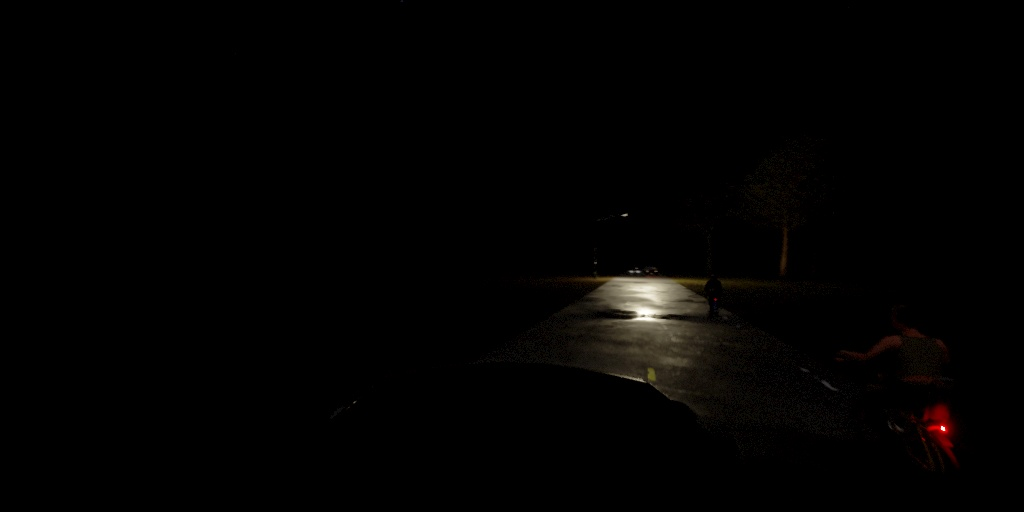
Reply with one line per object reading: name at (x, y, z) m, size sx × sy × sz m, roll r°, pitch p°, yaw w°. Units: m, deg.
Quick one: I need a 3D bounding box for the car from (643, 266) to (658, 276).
car at (21.964, 2.396, 56.578) m, size 1.895 × 1.301 × 4.718 m, roll 1°, pitch -1°, yaw 20°

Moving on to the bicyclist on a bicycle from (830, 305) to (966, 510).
bicyclist on a bicycle at (3.708, 1.265, 3.446) m, size 0.866 × 1.612 × 1.509 m, roll 1°, pitch -1°, yaw 19°

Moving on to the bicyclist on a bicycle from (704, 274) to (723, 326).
bicyclist on a bicycle at (6.734, 1.442, 11.960) m, size 0.582 × 1.620 × 1.656 m, roll 1°, pitch -1°, yaw 20°
